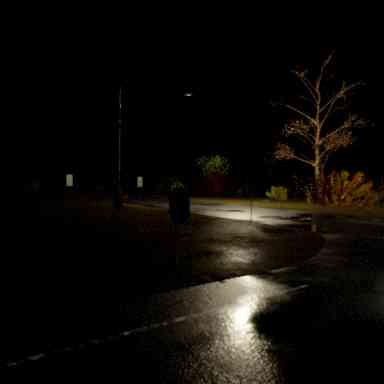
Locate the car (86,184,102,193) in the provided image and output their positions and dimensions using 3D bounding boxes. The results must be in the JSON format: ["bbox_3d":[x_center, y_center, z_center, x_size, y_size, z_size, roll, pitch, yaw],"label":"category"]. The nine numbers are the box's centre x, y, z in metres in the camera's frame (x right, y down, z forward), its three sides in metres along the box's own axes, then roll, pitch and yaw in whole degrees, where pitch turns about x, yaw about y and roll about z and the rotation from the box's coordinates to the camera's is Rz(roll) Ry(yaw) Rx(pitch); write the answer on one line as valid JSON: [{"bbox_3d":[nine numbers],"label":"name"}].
[{"bbox_3d":[-17.506,-0.705,59.844,2.097,1.767,4.553,0,2,-35],"label":"car"}]

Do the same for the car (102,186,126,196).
[{"bbox_3d":[-11.959,-0.224,52.061,1.812,1.442,4.674,0,2,-35],"label":"car"}]
